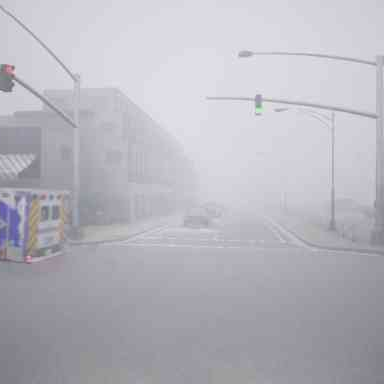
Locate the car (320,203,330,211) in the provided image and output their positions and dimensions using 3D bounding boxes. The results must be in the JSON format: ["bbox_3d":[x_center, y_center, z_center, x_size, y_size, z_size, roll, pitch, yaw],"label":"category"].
[{"bbox_3d":[21.421,1.860,48.021,4.605,1.855,1.932,0,-1,8],"label":"car"}]

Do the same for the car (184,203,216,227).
[{"bbox_3d":[0.555,1.848,25.775,1.812,1.442,4.674,0,-1,8],"label":"car"}]

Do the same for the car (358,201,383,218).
[{"bbox_3d":[19.511,1.720,32.433,5.027,1.636,2.152,0,-1,8],"label":"car"}]

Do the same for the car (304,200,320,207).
[{"bbox_3d":[24.298,2.372,66.376,3.633,1.501,1.845,0,-1,8],"label":"car"}]

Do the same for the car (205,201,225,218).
[{"bbox_3d":[2.025,1.801,35.587,2.097,1.767,4.553,0,-1,9],"label":"car"}]

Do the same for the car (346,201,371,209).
[{"bbox_3d":[31.197,2.391,62.333,3.806,1.475,1.970,0,-1,8],"label":"car"}]

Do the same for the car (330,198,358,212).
[{"bbox_3d":[21.400,1.805,45.087,3.866,1.878,1.905,0,-1,8],"label":"car"}]

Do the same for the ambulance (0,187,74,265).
[{"bbox_3d":[-7.247,1.019,10.732,6.366,2.431,2.351,3,0,9],"label":"ambulance"}]
